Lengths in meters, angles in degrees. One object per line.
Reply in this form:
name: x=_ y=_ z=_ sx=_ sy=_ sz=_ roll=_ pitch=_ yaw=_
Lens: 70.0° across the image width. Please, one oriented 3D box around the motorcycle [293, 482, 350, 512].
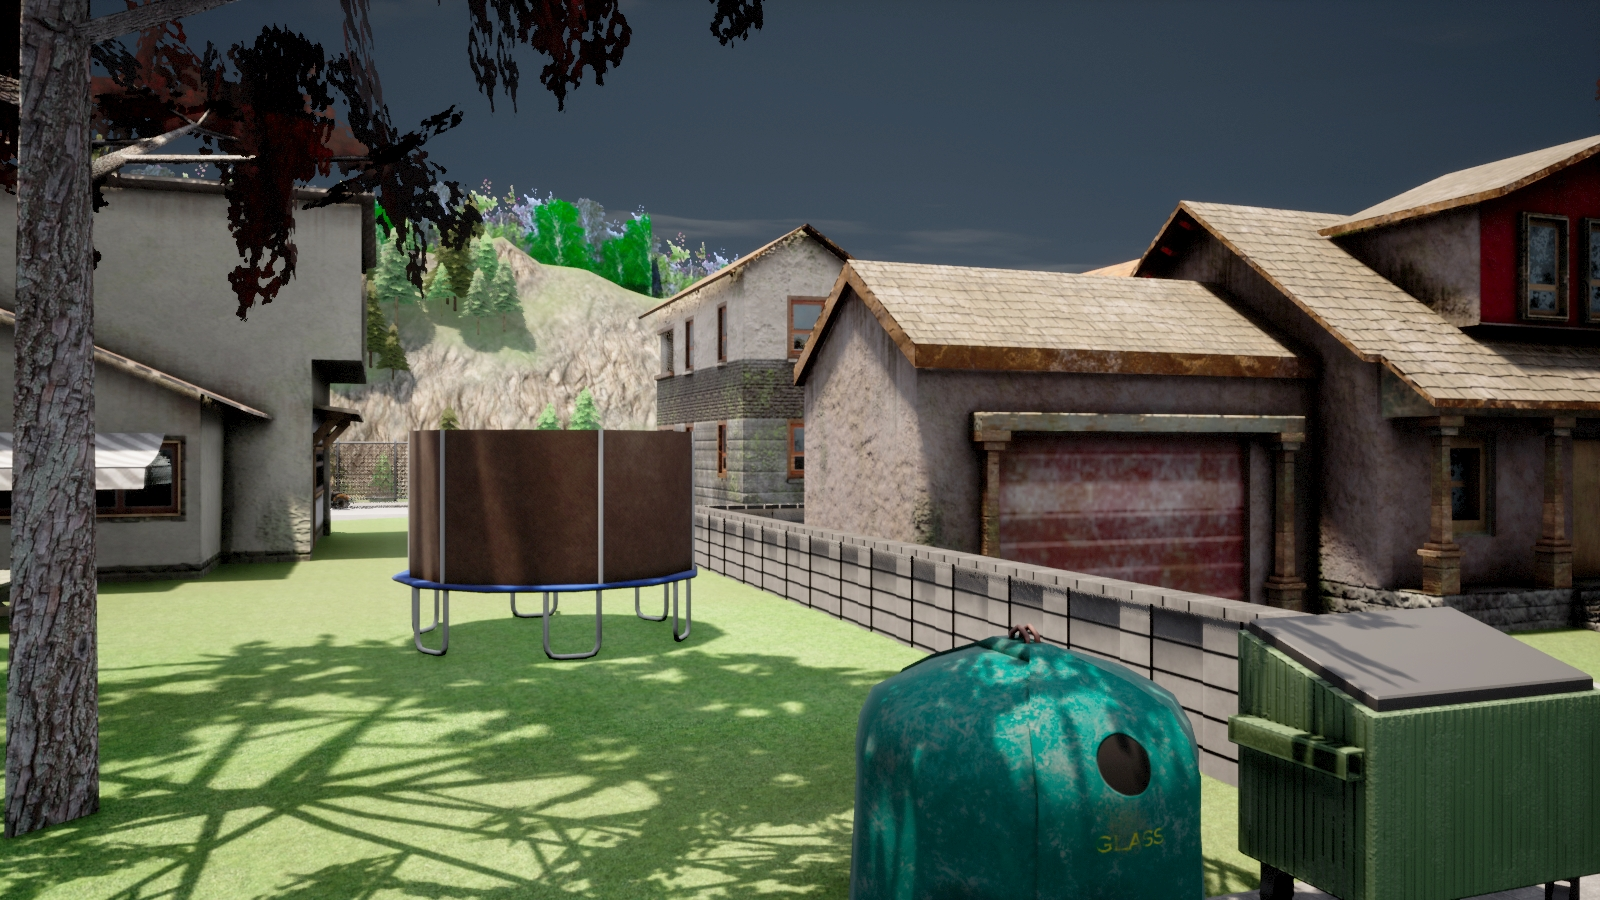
motorcycle: x=-22.070 y=2.155 z=52.750 sx=2.356 sy=1.307 sz=0.764 roll=0 pitch=0 yaw=-20
